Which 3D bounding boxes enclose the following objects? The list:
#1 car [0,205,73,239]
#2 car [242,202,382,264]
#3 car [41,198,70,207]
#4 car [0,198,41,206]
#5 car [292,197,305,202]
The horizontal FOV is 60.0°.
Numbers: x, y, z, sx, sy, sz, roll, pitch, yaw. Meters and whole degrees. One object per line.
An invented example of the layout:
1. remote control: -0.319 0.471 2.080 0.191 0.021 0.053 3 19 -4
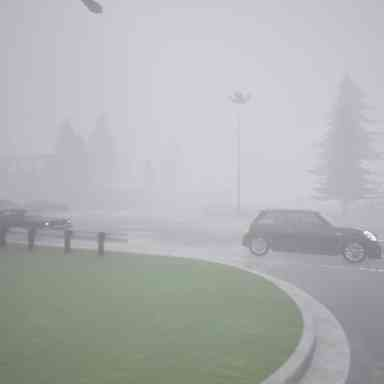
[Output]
1. car: -8.445 1.542 16.845 4.718 1.301 1.895 0 0 21
2. car: 4.205 1.388 12.007 4.553 1.767 2.097 0 0 21
3. car: -14.907 1.377 34.309 5.008 1.535 1.882 0 0 21
4. car: -12.851 1.261 22.279 4.553 1.767 2.097 1 0 21
5. car: 19.331 1.668 59.867 2.128 1.511 4.902 1 0 7
